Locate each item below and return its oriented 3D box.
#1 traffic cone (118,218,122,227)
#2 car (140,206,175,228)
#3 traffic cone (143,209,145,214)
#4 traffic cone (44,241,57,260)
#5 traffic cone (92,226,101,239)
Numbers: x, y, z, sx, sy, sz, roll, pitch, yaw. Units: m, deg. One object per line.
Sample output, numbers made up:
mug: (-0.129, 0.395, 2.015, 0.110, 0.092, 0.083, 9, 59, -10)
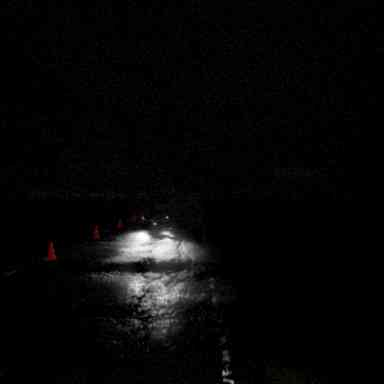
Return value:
traffic cone: (-4.568, 1.937, 21.076, 0.340, 0.580, 0.340, 0, 0, 1)
car: (-2.181, 1.586, 21.927, 1.895, 1.301, 4.718, 0, 0, 1)
traffic cone: (-4.438, 1.929, 31.075, 0.340, 0.580, 0.340, 0, 0, 1)
traffic cone: (-4.697, 1.943, 11.077, 0.340, 0.580, 0.340, 0, 0, 1)
traffic cone: (-4.633, 1.940, 16.077, 0.340, 0.580, 0.340, 0, 0, 1)
